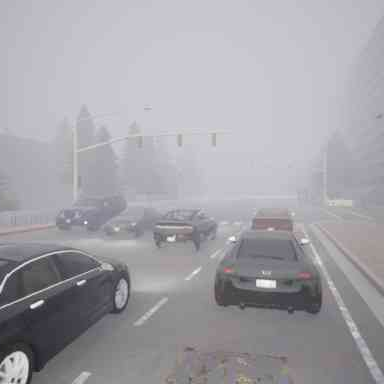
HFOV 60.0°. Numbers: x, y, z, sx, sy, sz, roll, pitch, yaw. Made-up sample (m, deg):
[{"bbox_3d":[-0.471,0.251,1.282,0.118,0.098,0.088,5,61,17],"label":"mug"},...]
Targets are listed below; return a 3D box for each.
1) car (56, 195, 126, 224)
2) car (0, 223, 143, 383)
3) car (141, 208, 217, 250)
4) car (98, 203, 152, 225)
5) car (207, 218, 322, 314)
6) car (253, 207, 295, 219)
[{"bbox_3d":[-5.889,1.229,20.525,2.150,2.045,5.566,0,0,16],"label":"car"},{"bbox_3d":[-2.448,1.505,4.867,1.837,1.490,4.892,0,0,10],"label":"car"},{"bbox_3d":[-0.136,1.494,14.423,2.128,1.511,4.902,0,0,15],"label":"car"},{"bbox_3d":[-2.942,1.527,18.124,1.812,1.442,4.674,0,0,16],"label":"car"},{"bbox_3d":[1.758,1.565,7.748,1.994,1.385,4.181,0,0,13],"label":"car"},{"bbox_3d":[4.166,1.480,16.963,1.882,1.535,5.008,0,0,16],"label":"car"}]
